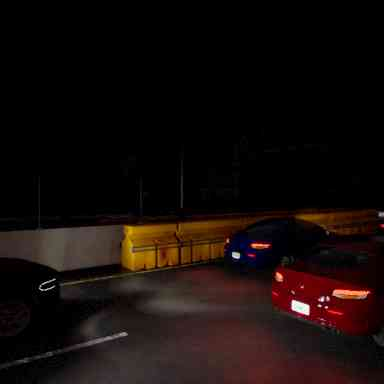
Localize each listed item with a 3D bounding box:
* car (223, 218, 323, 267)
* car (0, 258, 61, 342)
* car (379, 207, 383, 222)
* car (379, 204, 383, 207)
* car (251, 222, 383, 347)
[{"bbox_3d":[3.052,1.526,10.226,4.674,1.442,1.812,0,0,-35],"label":"car"},{"bbox_3d":[-4.560,1.478,4.792,5.008,1.535,1.882,0,0,-35],"label":"car"},{"bbox_3d":[10.853,1.547,15.784,5.357,1.411,2.033,0,0,-36],"label":"car"},{"bbox_3d":[23.218,1.601,37.771,4.718,1.301,1.895,0,0,-36],"label":"car"},{"bbox_3d":[3.451,1.526,6.217,4.674,1.442,1.812,0,0,-36],"label":"car"}]
